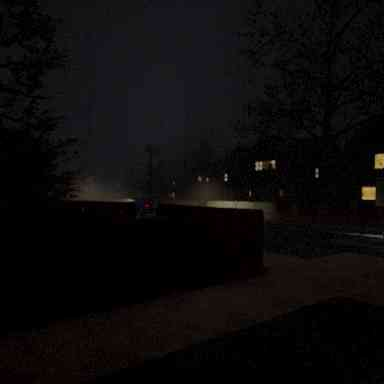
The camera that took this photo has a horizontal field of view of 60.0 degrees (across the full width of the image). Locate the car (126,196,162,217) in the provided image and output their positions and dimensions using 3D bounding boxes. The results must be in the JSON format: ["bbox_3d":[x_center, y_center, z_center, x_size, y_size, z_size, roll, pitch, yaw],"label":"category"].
[{"bbox_3d":[-5.067,1.482,34.269,2.150,2.045,5.566,1,-1,-35],"label":"car"}]

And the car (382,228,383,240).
[{"bbox_3d":[9.846,1.508,12.661,1.812,1.442,4.674,1,-1,-35],"label":"car"}]
